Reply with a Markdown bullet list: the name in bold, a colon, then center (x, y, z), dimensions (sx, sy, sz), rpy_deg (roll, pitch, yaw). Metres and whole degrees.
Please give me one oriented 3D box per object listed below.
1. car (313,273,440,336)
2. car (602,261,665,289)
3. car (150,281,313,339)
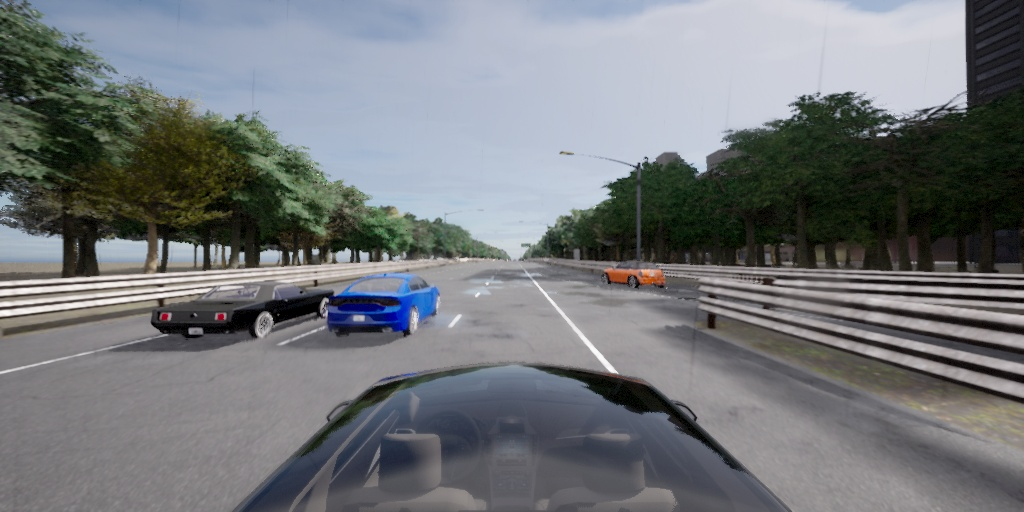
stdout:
- **car**: center (-3.403, 1.232, 10.445), dimensions (1.882, 1.535, 5.008), rpy_deg (0, 0, 0)
- **car**: center (7.782, 1.114, 23.428), dimensions (2.097, 1.767, 4.553), rpy_deg (0, 0, -16)
- **car**: center (-6.904, 1.355, 10.058), dimensions (1.895, 1.301, 4.718), rpy_deg (0, 0, 0)
